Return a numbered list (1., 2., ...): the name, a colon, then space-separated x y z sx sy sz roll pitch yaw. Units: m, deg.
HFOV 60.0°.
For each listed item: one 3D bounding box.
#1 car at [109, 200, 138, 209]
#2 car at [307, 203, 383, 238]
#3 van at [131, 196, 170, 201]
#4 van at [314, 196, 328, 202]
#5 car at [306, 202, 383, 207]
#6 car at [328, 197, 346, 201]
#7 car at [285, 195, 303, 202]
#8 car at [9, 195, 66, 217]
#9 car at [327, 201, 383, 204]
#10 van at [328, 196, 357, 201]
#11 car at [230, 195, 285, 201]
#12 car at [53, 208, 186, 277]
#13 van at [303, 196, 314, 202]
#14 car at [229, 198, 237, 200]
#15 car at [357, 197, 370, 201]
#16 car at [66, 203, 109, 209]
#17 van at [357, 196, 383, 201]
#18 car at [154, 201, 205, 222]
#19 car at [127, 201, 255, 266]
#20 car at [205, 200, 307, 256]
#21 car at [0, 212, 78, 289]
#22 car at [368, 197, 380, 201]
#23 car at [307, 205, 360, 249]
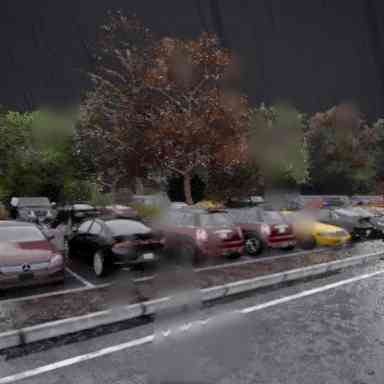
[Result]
1. car: -5.528 1.542 24.361 2.002 1.452 4.674 0 0 -36
2. car: 6.502 1.531 16.879 2.231 1.521 4.892 0 0 -36
3. van: -3.445 1.289 25.997 1.878 1.987 4.442 0 0 -36
4. van: 12.430 1.384 37.350 1.878 1.987 4.442 0 0 -36
5. car: 8.752 1.544 18.504 2.231 1.521 4.892 0 0 -36
6. car: 14.746 1.623 38.870 2.097 1.535 5.008 0 0 -36
7. car: 8.008 1.332 34.010 2.435 2.045 5.566 0 0 -36
8. car: -10.120 1.223 21.044 2.435 2.045 5.566 0 0 -36
9. car: 11.122 1.554 19.963 1.946 1.575 5.366 0 0 -36
10. van: 17.079 1.414 40.399 1.878 1.987 4.442 1 0 -36
11. car: 5.755 1.318 32.398 2.435 2.045 5.566 0 0 -36
12. car: -2.531 1.476 10.419 2.097 1.535 5.008 0 0 -36
13. van: 10.312 1.371 35.549 1.878 1.987 4.442 0 0 -36
14. car: 1.233 1.542 29.192 2.097 1.535 5.008 0 0 -36
15. car: 19.236 1.688 42.111 2.163 1.488 4.792 0 0 -36
16. car: -7.780 1.489 22.746 2.097 1.535 5.008 0 0 -36
17. van: 23.588 1.489 45.331 1.878 1.987 4.442 1 0 -36
18. car: -1.126 1.569 27.515 2.002 1.452 4.674 0 0 -36
19. car: -0.257 1.364 12.014 2.185 1.767 4.553 0 0 -36
20. car: 2.000 1.377 13.629 2.185 1.767 4.553 0 0 -36
21. car: -4.794 1.502 8.811 2.002 1.452 4.674 0 0 -36
22. car: 21.383 1.713 43.646 2.163 1.488 4.792 1 0 -36
23. car: 4.348 1.513 15.118 1.946 1.575 5.366 0 0 -36
